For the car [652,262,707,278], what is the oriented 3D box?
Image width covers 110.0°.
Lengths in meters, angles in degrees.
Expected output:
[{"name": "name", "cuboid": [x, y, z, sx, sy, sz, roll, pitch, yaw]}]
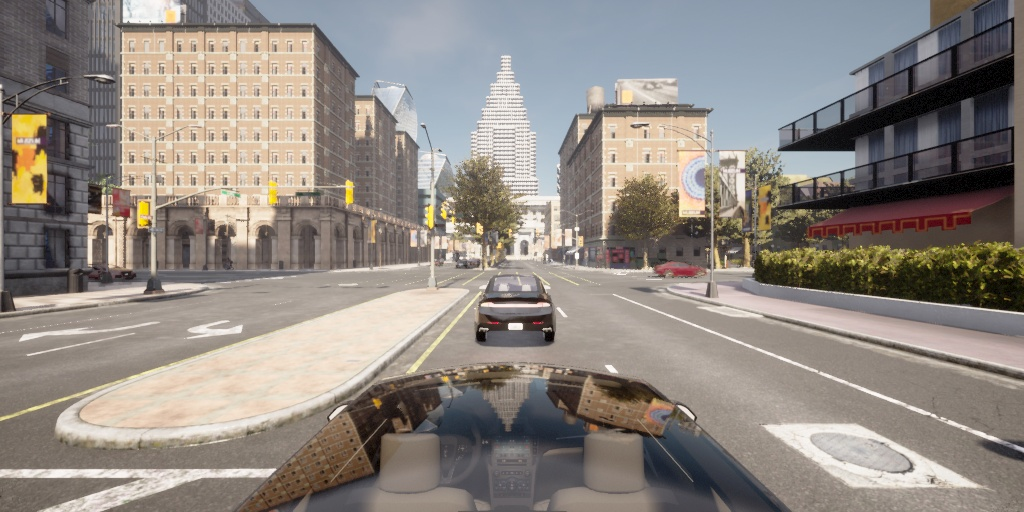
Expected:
[{"name": "car", "cuboid": [15.399, 1.275, 33.040, 4.674, 1.442, 1.812, 0, 0, 1]}]

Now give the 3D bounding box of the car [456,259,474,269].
[{"name": "car", "cuboid": [-8.002, 1.241, 58.564, 2.128, 1.511, 4.902, 0, 0, 0]}]

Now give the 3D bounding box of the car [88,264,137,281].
[{"name": "car", "cuboid": [-33.463, 1.314, 29.274, 4.181, 1.385, 1.994, 0, 0, 0]}]

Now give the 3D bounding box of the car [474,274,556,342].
[{"name": "car", "cuboid": [0.083, 1.242, 9.815, 2.128, 1.511, 4.902, 0, 0, 0]}]

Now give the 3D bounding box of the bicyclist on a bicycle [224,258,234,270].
[{"name": "bicyclist on a bicycle", "cuboid": [-37.237, 1.050, 47.226, 0.582, 1.620, 1.656, 0, 0, 0]}]
